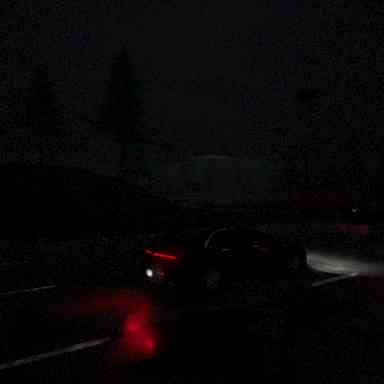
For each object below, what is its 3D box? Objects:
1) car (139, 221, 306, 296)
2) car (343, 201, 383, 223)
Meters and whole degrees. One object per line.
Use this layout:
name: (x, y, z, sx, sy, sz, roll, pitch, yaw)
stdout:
car: (1.015, 1.539, 8.787, 4.892, 1.490, 1.837, 0, 0, -36)
car: (14.240, 1.501, 26.906, 4.553, 1.767, 2.097, 0, 0, -36)
